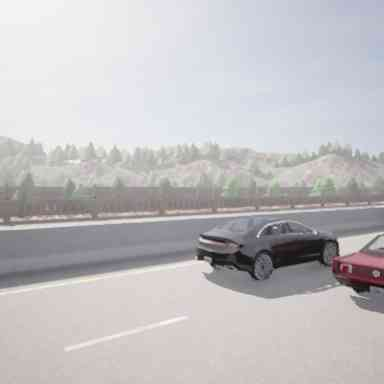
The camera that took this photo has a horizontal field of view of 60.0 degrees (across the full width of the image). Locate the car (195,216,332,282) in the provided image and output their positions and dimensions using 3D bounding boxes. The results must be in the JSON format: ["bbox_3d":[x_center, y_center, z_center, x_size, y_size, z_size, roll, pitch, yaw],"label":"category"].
[{"bbox_3d":[2.373,1.465,9.738,4.902,1.511,2.128,0,0,-35],"label":"car"}]

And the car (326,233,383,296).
[{"bbox_3d":[5.314,1.570,7.537,4.718,1.301,1.895,0,0,-35],"label":"car"}]
